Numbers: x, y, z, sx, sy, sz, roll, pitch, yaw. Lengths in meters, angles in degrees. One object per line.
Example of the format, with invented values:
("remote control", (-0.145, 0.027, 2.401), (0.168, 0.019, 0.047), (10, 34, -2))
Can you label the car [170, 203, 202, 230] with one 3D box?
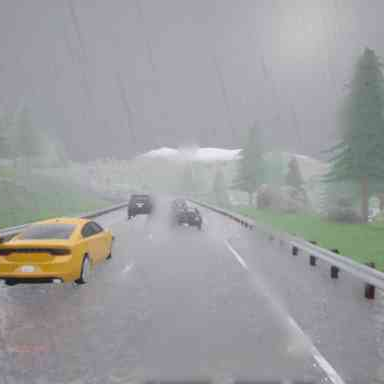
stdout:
("car", (-0.426, 1.599, 21.355), (1.895, 1.301, 4.718), (0, 0, -3))

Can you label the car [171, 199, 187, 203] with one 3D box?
("car", (-1.529, 1.545, 39.490), (2.033, 1.411, 5.357), (0, 0, -4))

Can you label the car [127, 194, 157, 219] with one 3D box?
("car", (-4.341, 1.222, 29.419), (2.150, 2.045, 5.566), (0, 0, -3))

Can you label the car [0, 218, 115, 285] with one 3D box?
("car", (-3.543, 1.480, 9.543), (1.882, 1.535, 5.008), (0, 0, -1))
